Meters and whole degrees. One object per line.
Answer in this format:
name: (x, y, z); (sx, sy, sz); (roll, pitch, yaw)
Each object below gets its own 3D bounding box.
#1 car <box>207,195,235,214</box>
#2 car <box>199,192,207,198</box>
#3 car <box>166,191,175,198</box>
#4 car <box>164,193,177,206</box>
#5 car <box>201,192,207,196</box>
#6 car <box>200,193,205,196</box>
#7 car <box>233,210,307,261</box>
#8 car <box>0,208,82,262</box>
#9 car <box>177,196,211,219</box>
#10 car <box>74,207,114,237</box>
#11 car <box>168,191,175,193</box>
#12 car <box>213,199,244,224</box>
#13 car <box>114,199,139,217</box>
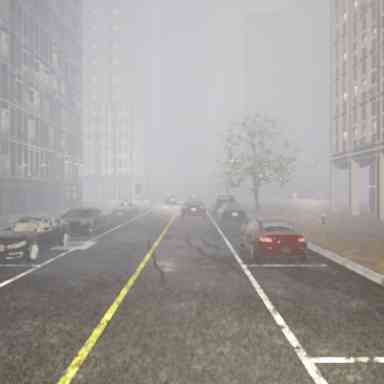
car: (2.725, 1.121, 28.702); (2.192, 1.841, 5.009); (0, 0, 0)
car: (2.890, 0.840, 89.565); (2.008, 1.369, 4.403); (0, 1, 0)
car: (-5.688, 0.604, 89.573); (2.192, 1.841, 5.009); (0, 1, 0)
car: (-2.981, 1.204, 47.906); (2.033, 1.411, 5.357); (0, 0, 1)
car: (2.915, 0.784, 83.886); (1.967, 1.590, 4.097); (0, 1, 0)
car: (0.145, 1.207, 42.047); (2.163, 1.488, 4.792); (0, 0, 0)
car: (2.705, 1.506, 11.614); (1.802, 1.307, 4.206); (0, 0, 0)
car: (-5.675, 1.475, 11.623); (2.008, 1.369, 4.403); (0, 0, 0)
car: (0.130, 1.322, 26.937); (2.163, 1.488, 4.792); (0, 0, 0)
car: (-5.669, 1.452, 17.319); (1.947, 1.339, 4.313); (0, 0, 0)
car: (-5.725, 0.870, 83.726); (1.752, 1.417, 4.829); (0, 1, 0)
car: (2.718, 1.412, 23.007); (1.947, 1.339, 4.313); (0, 0, 0)
car: (-5.656, 1.332, 28.543); (1.752, 1.417, 4.829); (0, 0, 0)
